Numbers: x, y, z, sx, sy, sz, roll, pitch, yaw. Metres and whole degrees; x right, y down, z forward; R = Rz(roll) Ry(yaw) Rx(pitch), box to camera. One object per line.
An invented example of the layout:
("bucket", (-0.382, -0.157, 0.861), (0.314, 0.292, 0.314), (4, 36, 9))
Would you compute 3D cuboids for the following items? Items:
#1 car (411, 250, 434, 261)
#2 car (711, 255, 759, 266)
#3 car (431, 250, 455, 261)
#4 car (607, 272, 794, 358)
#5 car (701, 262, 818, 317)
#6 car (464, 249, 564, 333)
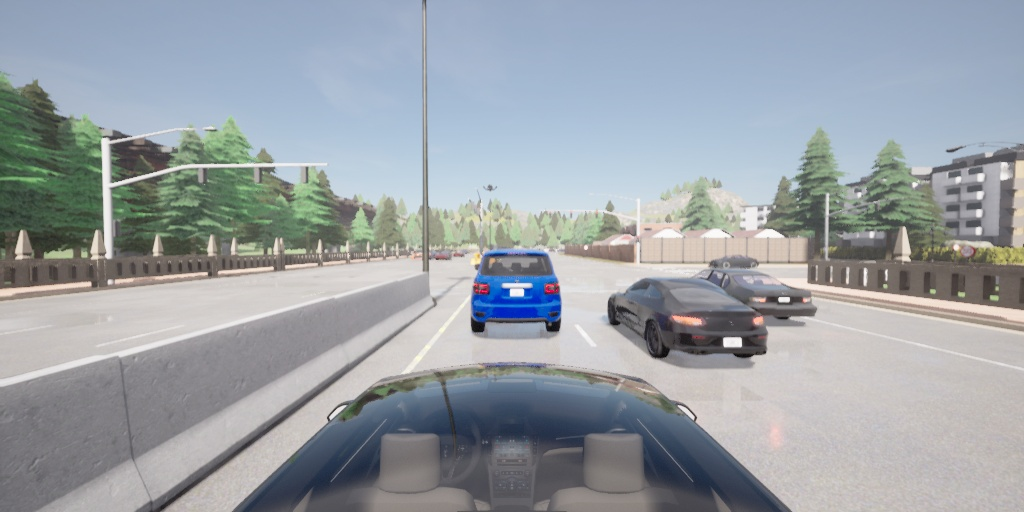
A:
("car", (-14.212, -0.163, 56.016), (2.097, 1.767, 4.553), (0, 2, 0))
("car", (22.004, 0.552, 35.587), (4.181, 1.385, 1.994), (0, 1, 2))
("car", (-10.710, 0.091, 55.970), (1.895, 1.301, 4.718), (0, 1, 0))
("car", (3.549, 1.174, 8.076), (1.812, 1.442, 4.674), (0, 1, 0))
("car", (7.087, 1.113, 11.778), (2.033, 1.411, 5.357), (0, 1, 1))
("car", (0.065, 0.816, 10.370), (2.150, 2.045, 5.566), (0, 1, -1))
